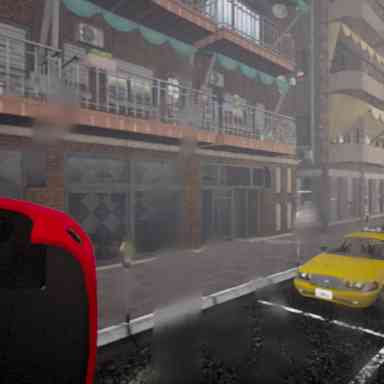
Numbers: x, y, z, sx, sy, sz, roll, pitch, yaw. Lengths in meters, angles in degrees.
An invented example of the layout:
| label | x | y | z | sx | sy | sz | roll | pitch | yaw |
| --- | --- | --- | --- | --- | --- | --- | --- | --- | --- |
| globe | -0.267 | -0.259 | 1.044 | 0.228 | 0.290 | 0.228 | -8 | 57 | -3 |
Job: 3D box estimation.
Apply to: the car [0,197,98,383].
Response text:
| label | x | y | z | sx | sy | sz | roll | pitch | yaw |
| --- | --- | --- | --- | --- | --- | --- | --- | --- | --- |
| car | -3.597 | 0.965 | 2.544 | 5.566 | 2.150 | 2.045 | 4 | 14 | -15 |

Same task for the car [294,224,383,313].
| label | x | y | z | sx | sy | sz | roll | pitch | yaw |
| --- | --- | --- | --- | --- | --- | --- | --- | --- | --- |
| car | 4.107 | 1.523 | 7.705 | 4.829 | 1.417 | 1.752 | 0 | 0 | -44 |
